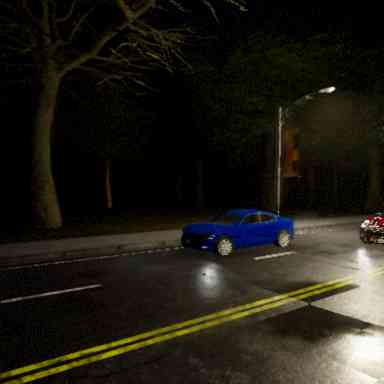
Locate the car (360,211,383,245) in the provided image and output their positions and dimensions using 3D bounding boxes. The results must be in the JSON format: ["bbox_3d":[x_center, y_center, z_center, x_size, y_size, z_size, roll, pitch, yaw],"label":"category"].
[{"bbox_3d":[9.155,1.304,14.166,4.553,1.767,2.097,0,0,-35],"label":"car"}]

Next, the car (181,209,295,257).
[{"bbox_3d":[1.905,1.441,13.007,5.008,1.535,1.882,0,0,-35],"label":"car"}]
